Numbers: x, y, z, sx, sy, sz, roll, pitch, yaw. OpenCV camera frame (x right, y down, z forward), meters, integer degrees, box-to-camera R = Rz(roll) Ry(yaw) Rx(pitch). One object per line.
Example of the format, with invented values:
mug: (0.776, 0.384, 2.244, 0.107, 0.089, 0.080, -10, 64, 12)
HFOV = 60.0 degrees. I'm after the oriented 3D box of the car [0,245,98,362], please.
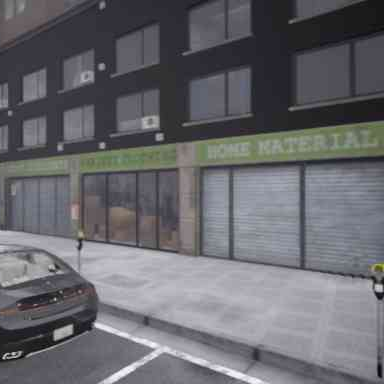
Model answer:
car: (-3.414, 1.559, 5.516, 4.403, 1.369, 2.008, 0, 0, 36)
